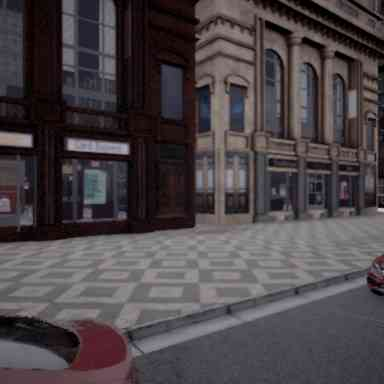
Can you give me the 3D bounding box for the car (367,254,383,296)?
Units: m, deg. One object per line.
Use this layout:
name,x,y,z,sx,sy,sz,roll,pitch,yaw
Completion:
car,5.876,1.543,7.559,4.674,1.442,1.812,0,0,-35

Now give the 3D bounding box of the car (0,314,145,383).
car,-2.444,1.524,1.631,4.674,1.442,1.812,0,0,-35
